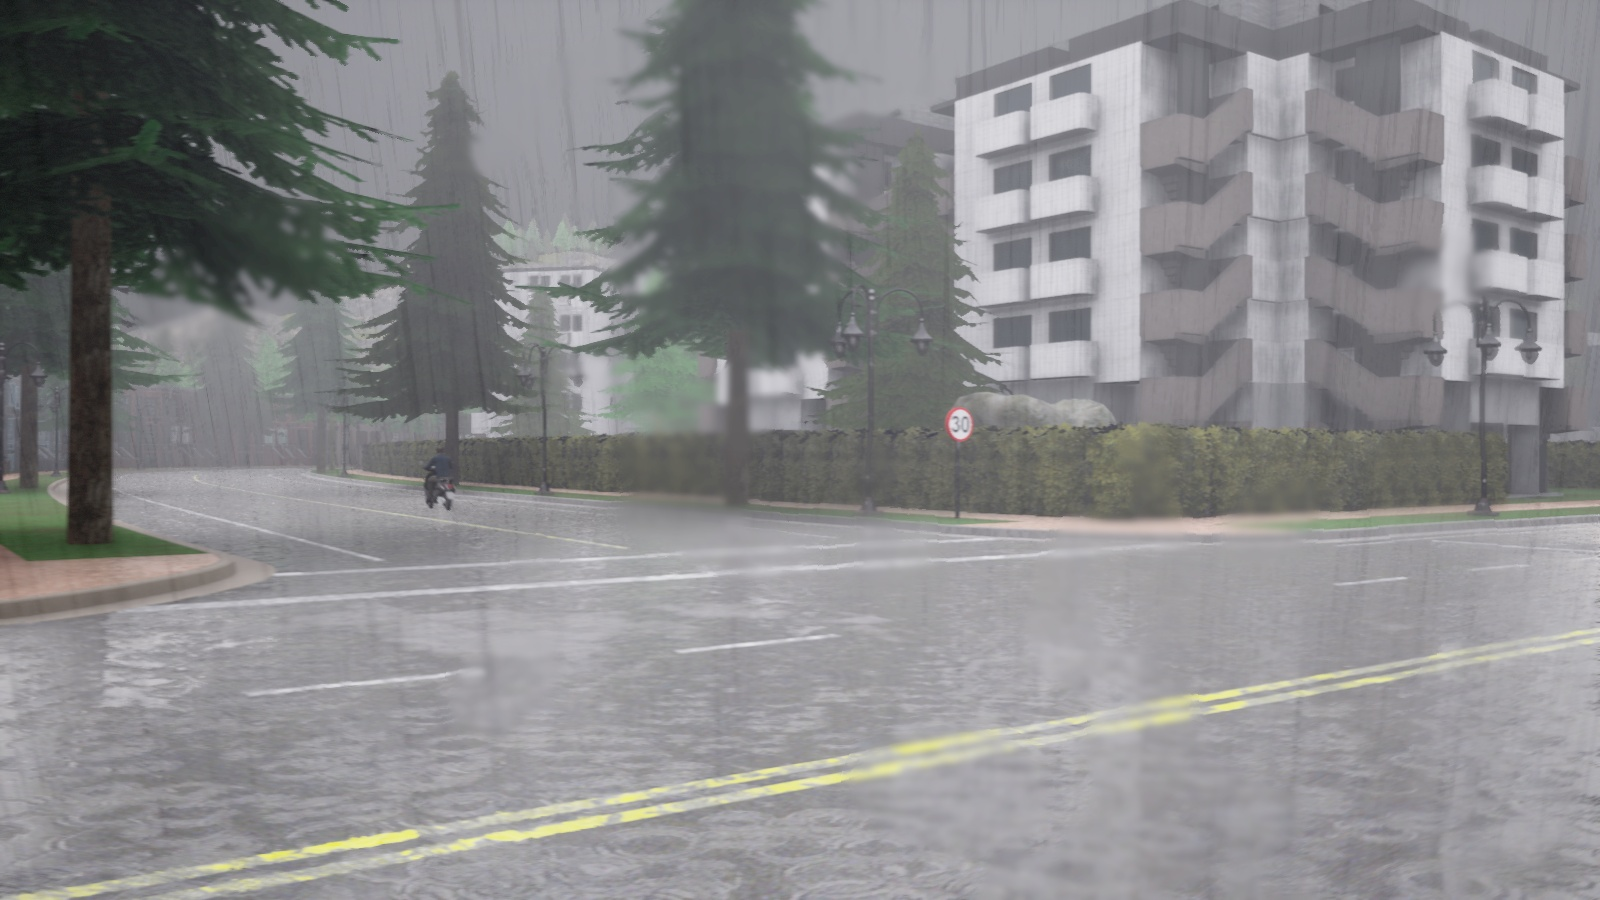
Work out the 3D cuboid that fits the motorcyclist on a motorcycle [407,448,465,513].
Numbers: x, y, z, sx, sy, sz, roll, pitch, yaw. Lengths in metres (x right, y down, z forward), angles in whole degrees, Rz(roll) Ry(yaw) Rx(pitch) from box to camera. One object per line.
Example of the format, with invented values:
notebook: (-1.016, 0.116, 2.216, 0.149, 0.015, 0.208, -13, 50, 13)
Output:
motorcyclist on a motorcycle: (-9.207, 0.757, 31.695, 0.866, 1.590, 1.817, 0, 0, -35)
